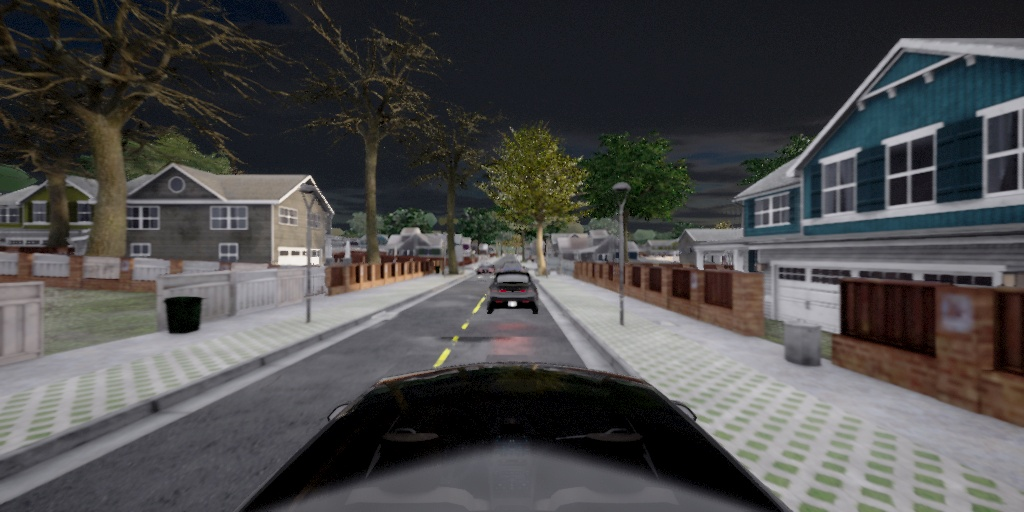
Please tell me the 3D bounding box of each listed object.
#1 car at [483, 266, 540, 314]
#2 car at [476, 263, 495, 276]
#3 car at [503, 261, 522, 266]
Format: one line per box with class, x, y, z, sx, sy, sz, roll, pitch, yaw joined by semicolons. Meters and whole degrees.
car;0.042;1.326;14.247;1.837;1.490;4.892;0;0;1
car;-2.809;1.423;39.756;1.994;1.385;4.181;0;0;0
car;0.038;1.206;29.126;2.097;1.767;4.553;0;0;1
